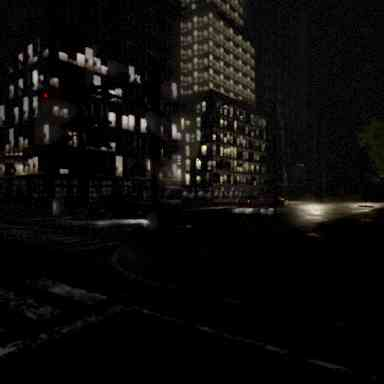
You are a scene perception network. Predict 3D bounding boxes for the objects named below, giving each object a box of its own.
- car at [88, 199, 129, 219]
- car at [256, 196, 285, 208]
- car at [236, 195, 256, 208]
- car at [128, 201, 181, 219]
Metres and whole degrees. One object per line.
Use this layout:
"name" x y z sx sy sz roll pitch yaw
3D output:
"car" -6.349 1.385 28.074 1.882 1.535 5.008 0 0 37
"car" 11.251 1.416 45.946 2.128 1.511 4.902 0 -1 37
"car" 8.064 1.291 47.128 2.097 1.767 4.553 0 0 37
"car" -2.799 1.455 27.381 1.994 1.385 4.181 0 0 37
